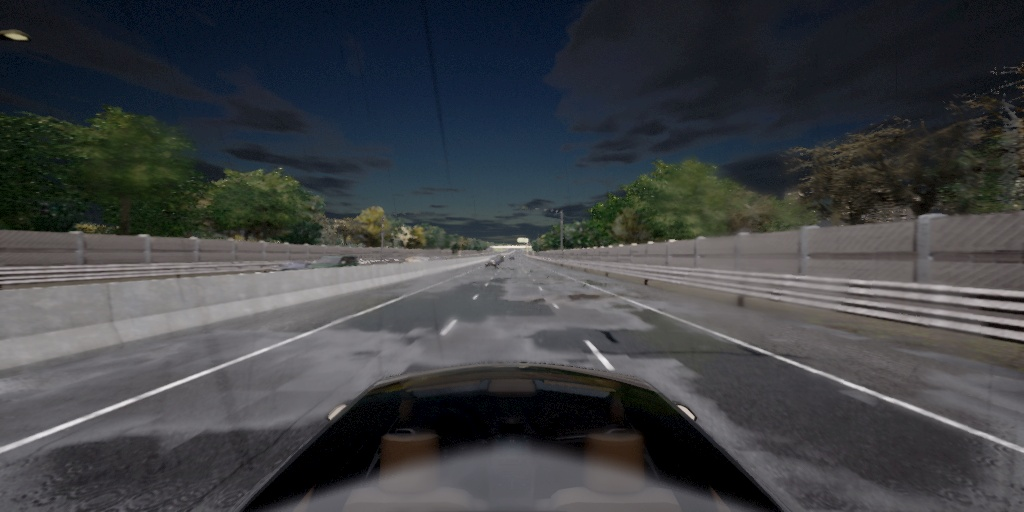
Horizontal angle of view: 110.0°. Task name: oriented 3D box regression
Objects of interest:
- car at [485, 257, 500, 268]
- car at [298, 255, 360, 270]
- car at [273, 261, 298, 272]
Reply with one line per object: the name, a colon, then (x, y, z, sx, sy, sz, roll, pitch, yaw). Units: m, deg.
car: (-3.502, 1.272, 60.094, 1.895, 1.301, 4.718, 0, 0, 0)
car: (-14.083, 0.951, 28.533, 2.150, 2.045, 5.566, 0, 0, 0)
car: (-17.571, 1.278, 30.139, 2.033, 1.411, 5.357, 0, 0, 0)
